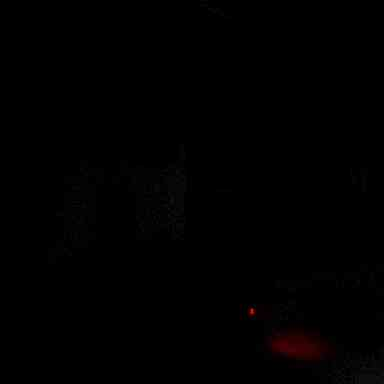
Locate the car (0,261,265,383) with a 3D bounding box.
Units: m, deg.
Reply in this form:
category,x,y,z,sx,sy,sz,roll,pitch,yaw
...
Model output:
category,x,y,z,sx,sy,sz,roll,pitch,yaw
car,-1.615,1.547,3.454,5.357,1.411,2.033,0,0,-36
